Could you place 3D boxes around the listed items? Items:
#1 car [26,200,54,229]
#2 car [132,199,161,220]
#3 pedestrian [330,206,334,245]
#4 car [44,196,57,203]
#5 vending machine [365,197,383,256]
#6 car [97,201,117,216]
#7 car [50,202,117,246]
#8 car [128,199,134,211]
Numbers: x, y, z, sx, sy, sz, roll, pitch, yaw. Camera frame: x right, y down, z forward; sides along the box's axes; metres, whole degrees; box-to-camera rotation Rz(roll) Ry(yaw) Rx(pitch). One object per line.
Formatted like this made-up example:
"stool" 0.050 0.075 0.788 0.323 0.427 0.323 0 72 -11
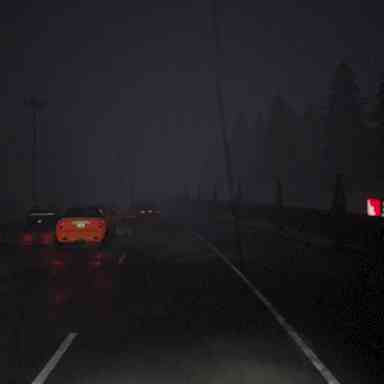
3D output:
"car" -9.565 1.551 22.159 2.128 1.511 4.902 0 0 -12
"car" -3.847 1.624 28.778 2.033 1.411 5.357 0 0 -13
"pedestrian" 5.645 1.176 13.101 0.375 1.860 0.375 0 0 -7
"car" -33.944 1.690 79.874 1.882 1.535 5.008 0 0 -13
"vending machine" 7.196 1.227 12.296 1.100 2.100 0.880 0 0 -6
"car" -8.740 1.692 34.460 1.895 1.301 4.718 0 0 -13
"car" -4.821 1.394 15.637 2.097 1.767 4.553 0 0 -8
"car" -7.229 1.592 43.305 1.882 1.535 5.008 0 0 -13
